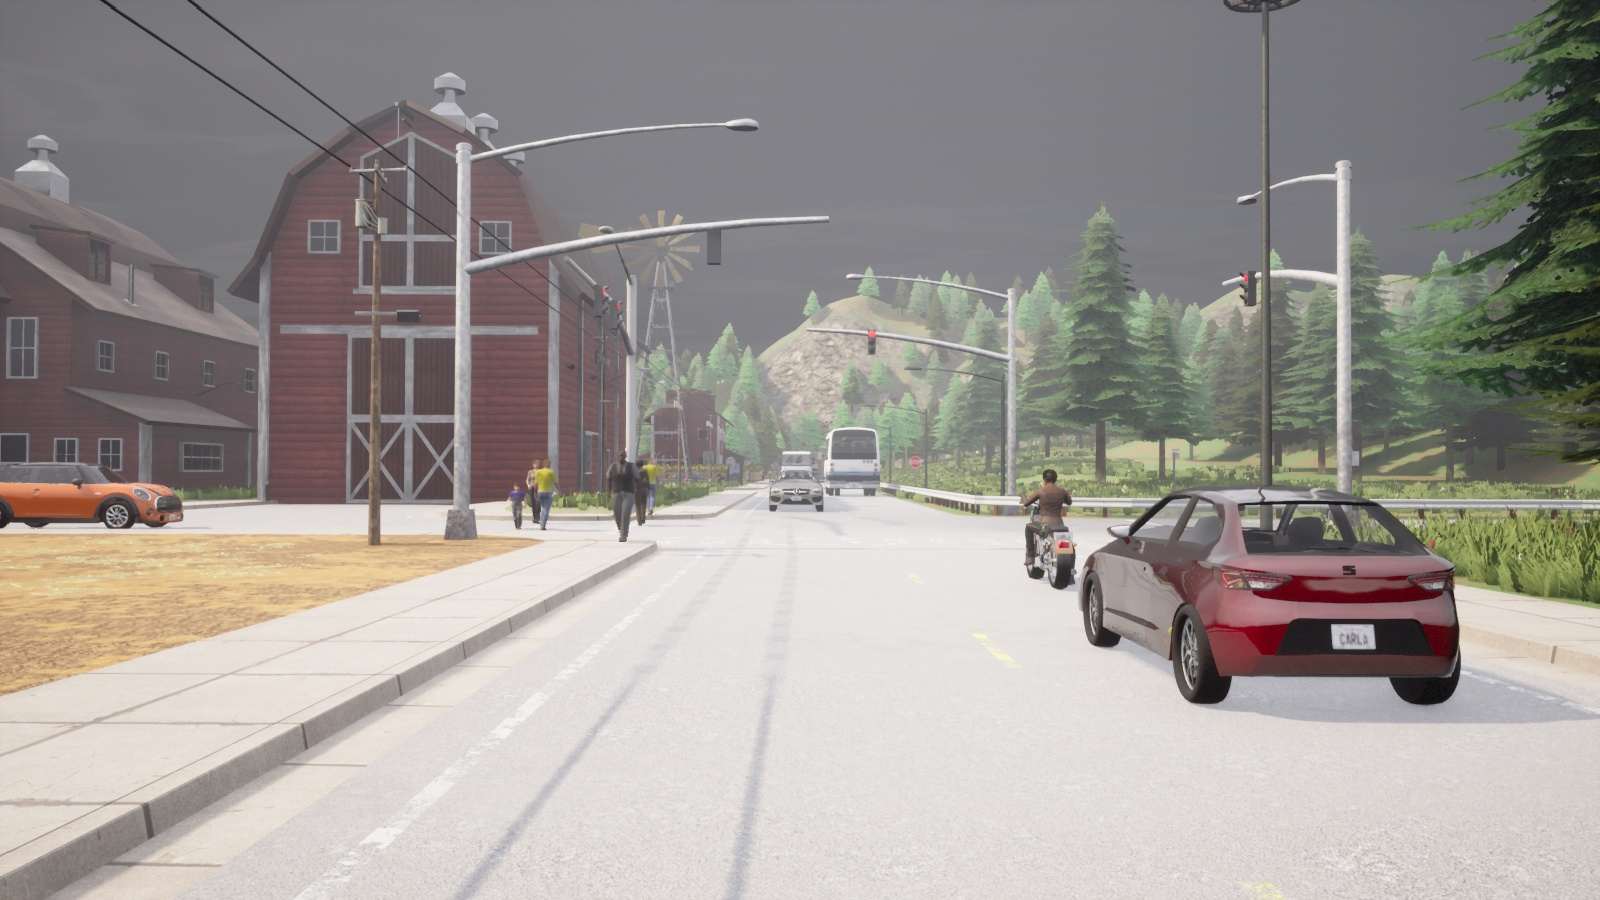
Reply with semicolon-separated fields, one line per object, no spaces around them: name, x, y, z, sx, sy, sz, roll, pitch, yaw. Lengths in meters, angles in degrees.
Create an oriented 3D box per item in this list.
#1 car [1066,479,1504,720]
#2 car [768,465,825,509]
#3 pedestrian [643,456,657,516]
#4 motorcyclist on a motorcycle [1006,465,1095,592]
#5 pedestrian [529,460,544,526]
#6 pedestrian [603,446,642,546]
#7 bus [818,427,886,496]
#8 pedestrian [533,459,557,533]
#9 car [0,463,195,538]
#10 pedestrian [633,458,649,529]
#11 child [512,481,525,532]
car;3.474;0.981;9.943;1.816;1.474;4.193;0;-1;0
car;-0.129;1.433;50.104;2.152;1.651;5.027;0;-1;0
pedestrian;-4.672;1.123;39.136;0.354;1.836;0.706;0;-1;0
motorcyclist on a motorcycle;3.455;1.045;17.531;0.766;1.649;2.350;0;-1;0
pedestrian;-7.443;1.213;35.440;0.345;1.836;0.594;0;-1;-5
pedestrian;-3.413;0.880;24.228;0.563;1.883;0.849;0;-1;6
bus;3.285;0.800;82.106;3.944;4.253;10.273;0;-1;0
pedestrian;-6.416;1.145;31.611;0.354;1.836;0.706;0;-1;11
car;-17.865;1.238;31.313;4.553;1.767;2.097;0;-1;-1
pedestrian;-4.385;1.187;34.612;0.395;1.930;0.692;0;-1;-4
child;-7.163;1.434;31.961;0.270;1.263;0.437;0;-1;-3
